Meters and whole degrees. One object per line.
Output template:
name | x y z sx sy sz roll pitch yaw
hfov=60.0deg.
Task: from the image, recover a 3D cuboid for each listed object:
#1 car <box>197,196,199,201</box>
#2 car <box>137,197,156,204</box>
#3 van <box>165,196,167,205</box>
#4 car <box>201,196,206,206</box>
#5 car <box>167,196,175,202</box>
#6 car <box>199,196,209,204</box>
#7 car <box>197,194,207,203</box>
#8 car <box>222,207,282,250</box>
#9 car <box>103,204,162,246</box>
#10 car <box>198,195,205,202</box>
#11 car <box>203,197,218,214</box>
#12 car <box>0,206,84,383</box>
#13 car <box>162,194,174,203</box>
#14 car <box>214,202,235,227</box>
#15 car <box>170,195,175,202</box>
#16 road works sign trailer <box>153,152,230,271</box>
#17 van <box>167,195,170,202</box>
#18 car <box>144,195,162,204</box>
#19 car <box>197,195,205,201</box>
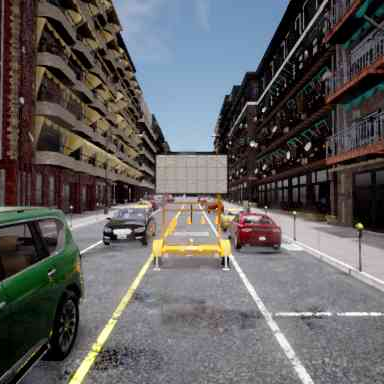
car | 2.496 1.698 64.093 1.887 1.381 4.507 1 0 0
car | -5.344 1.588 36.322 1.752 1.417 4.829 2 0 0
van | -5.363 1.452 53.082 1.690 1.788 3.998 2 0 0
car | 2.527 1.628 41.971 2.008 1.369 4.403 1 0 0
car | -5.417 1.820 86.266 1.947 1.339 4.313 1 0 0
car | 2.498 1.617 69.625 1.967 1.590 4.097 1 0 0
car | 2.443 1.541 80.687 2.192 1.841 5.009 1 0 0
car | 2.567 1.561 14.317 1.887 1.381 4.507 1 0 0
car | -2.774 1.510 15.530 2.128 1.511 4.902 0 0 0
car | 2.504 1.676 58.563 1.887 1.381 4.507 1 0 0
car | 2.535 1.608 36.439 1.887 1.381 4.507 1 0 0
car | -2.746 1.224 3.018 2.150 2.045 5.566 0 0 0
car | -5.394 1.516 75.205 2.192 1.841 5.009 1 0 0
car | 2.559 1.551 20.019 1.752 1.417 4.829 1 0 0
car | -5.387 1.492 69.675 2.192 1.841 5.009 1 0 0
road works sign trailer | -0.014 0.475 10.980 2.380 3.560 2.880 0 0 0
van | -5.372 1.473 58.614 1.690 1.788 3.998 1 0 0
car | -5.347 1.393 42.024 2.192 1.841 5.009 2 0 0
car | 2.424 1.723 91.750 1.967 1.590 4.097 1 0 0
